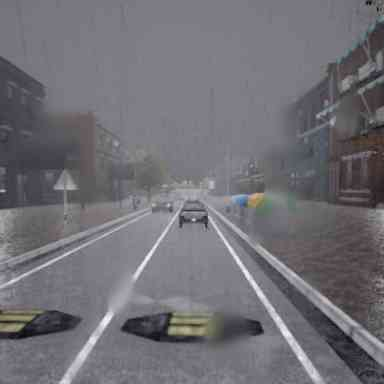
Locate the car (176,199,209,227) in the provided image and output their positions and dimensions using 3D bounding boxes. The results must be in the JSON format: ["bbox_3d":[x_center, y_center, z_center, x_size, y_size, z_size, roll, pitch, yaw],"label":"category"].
[{"bbox_3d":[0.101,1.464,22.498,2.128,1.511,4.902,0,0,0],"label":"car"}]

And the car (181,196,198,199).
[{"bbox_3d":[0.104,1.472,40.818,2.128,1.511,4.902,0,0,0],"label":"car"}]

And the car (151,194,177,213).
[{"bbox_3d":[-3.088,1.325,35.725,2.097,1.767,4.553,0,0,0],"label":"car"}]

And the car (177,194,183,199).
[{"bbox_3d":[-2.993,1.247,77.007,2.097,1.767,4.553,0,0,0],"label":"car"}]
